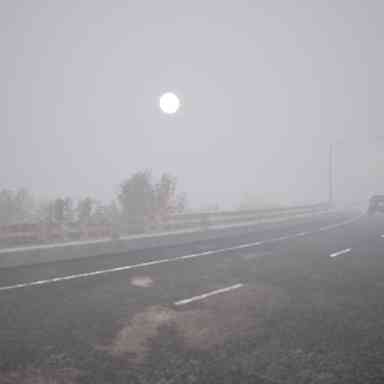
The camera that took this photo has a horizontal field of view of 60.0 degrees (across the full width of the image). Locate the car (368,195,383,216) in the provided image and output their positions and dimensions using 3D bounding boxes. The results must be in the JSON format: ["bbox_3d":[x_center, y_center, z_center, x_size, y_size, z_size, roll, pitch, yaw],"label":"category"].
[{"bbox_3d":[18.737,1.303,32.789,2.150,2.045,5.566,0,0,31],"label":"car"}]
